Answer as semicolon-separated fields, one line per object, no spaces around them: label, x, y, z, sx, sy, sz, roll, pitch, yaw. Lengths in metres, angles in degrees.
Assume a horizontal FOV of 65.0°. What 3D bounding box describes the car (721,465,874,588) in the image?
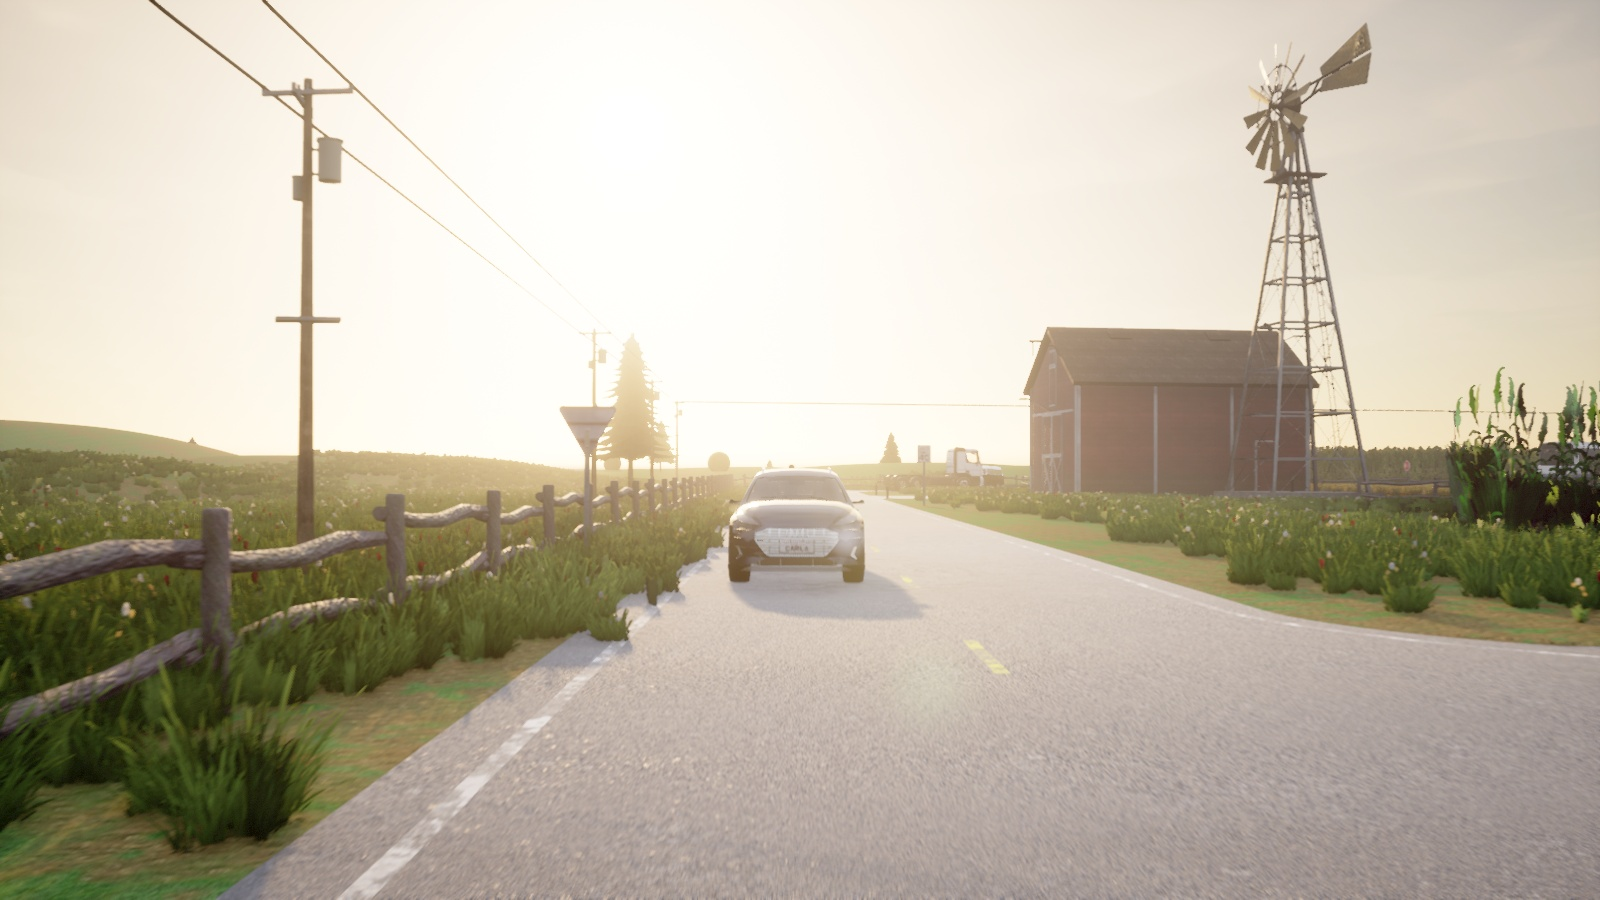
car;-0.045;1.066;19.260;2.033;1.649;4.856;0;-1;0
